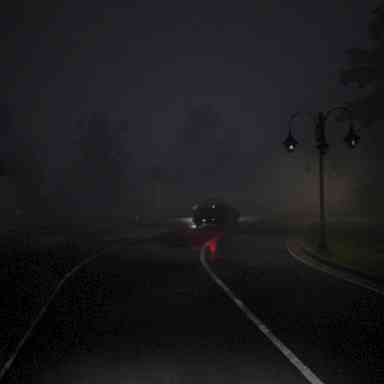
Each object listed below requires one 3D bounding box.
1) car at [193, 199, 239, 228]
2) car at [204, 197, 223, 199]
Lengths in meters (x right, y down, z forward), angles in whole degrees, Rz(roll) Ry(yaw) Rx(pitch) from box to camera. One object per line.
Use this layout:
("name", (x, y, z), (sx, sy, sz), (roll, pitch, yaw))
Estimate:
("car", (1.678, 1.453, 21.903), (2.128, 1.511, 4.902), (-1, 0, 23))
("car", (1.782, 1.310, 30.993), (2.097, 1.767, 4.553), (-1, 0, 24))
